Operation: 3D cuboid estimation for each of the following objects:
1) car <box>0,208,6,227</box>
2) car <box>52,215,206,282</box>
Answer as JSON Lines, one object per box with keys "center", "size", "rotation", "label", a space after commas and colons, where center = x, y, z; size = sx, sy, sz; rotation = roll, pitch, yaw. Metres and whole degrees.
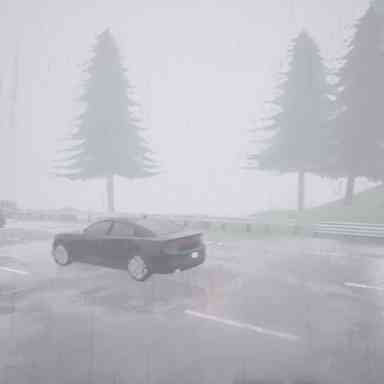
{"center": [-13.725, 1.315, 20.612], "size": [4.553, 1.767, 2.097], "rotation": [0, 1, 28], "label": "car"}
{"center": [-1.992, 1.416, 9.624], "size": [5.008, 1.535, 1.882], "rotation": [0, 0, 34], "label": "car"}
